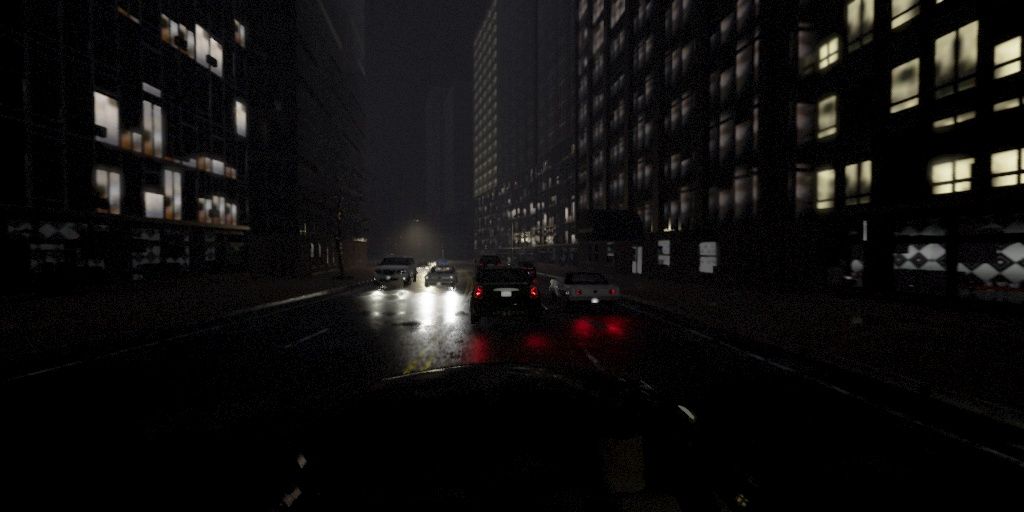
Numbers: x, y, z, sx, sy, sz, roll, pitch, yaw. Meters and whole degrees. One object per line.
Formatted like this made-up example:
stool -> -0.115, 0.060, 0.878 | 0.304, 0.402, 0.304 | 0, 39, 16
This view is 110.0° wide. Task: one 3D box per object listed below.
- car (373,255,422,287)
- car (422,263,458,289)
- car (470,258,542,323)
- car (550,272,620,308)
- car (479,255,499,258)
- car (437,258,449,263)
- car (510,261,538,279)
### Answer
car -> -7.962, 0.974, 24.966 | 2.150, 2.045, 5.566 | 0, 0, -6
car -> -4.542, 1.341, 23.482 | 1.895, 1.301, 4.718 | 0, 0, -6
car -> -0.258, 1.091, 12.303 | 2.097, 1.767, 4.553 | 0, 0, -3
car -> 2.852, 1.327, 15.129 | 1.895, 1.301, 4.718 | 0, 0, -4
car -> -2.129, 0.940, 32.256 | 2.150, 2.045, 5.566 | 0, 0, -8
car -> -12.144, 1.168, 63.116 | 1.882, 1.535, 5.008 | 0, 0, -15
car -> 1.017, 1.208, 33.110 | 1.837, 1.490, 4.892 | 0, 0, -8
